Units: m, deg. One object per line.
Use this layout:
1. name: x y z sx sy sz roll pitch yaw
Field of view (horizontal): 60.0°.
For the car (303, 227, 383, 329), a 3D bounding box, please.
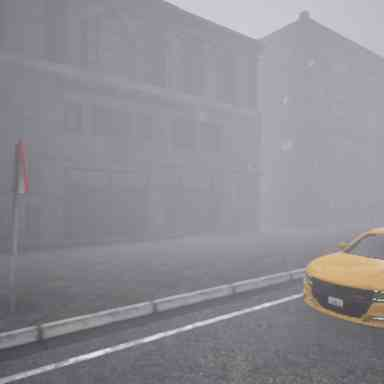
1. car: 4.330 1.482 6.771 5.008 1.535 1.882 0 0 -35
